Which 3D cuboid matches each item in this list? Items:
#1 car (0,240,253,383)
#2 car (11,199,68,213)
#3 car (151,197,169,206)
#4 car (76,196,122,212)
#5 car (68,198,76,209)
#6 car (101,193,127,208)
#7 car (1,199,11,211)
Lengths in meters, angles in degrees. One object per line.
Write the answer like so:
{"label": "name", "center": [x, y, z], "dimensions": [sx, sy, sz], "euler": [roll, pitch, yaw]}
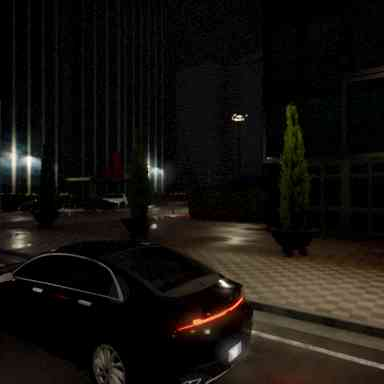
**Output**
{"label": "car", "center": [-1.496, 1.505, 5.070], "dimensions": [4.892, 1.490, 1.837], "euler": [0, 0, 36]}
{"label": "car", "center": [-17.080, 1.491, 37.459], "dimensions": [2.128, 1.511, 4.902], "euler": [0, 0, 35]}
{"label": "car", "center": [-5.562, 1.563, 53.835], "dimensions": [1.994, 1.385, 4.181], "euler": [0, 0, 35]}
{"label": "car", "center": [-11.008, 1.525, 39.664], "dimensions": [1.812, 1.442, 4.674], "euler": [0, 0, 35]}
{"label": "car", "center": [-15.381, 1.504, 45.966], "dimensions": [1.837, 1.490, 4.892], "euler": [0, 0, 35]}
{"label": "car", "center": [-11.363, 1.221, 45.597], "dimensions": [2.150, 2.045, 5.566], "euler": [0, 0, 35]}
{"label": "car", "center": [-21.028, 1.547, 37.921], "dimensions": [2.033, 1.411, 5.357], "euler": [0, 0, 35]}
